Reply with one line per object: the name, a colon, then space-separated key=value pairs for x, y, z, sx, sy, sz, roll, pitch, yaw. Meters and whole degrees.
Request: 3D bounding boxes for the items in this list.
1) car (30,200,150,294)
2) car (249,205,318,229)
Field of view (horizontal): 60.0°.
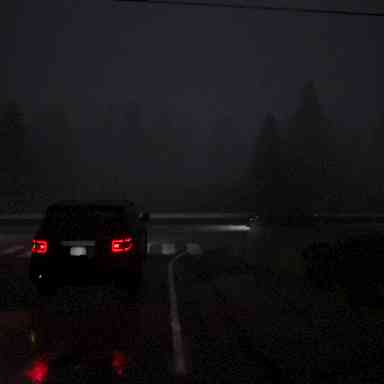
car: x=-2.392 y=1.210 z=8.958 sx=2.150 sy=2.045 sz=5.566 roll=0 pitch=0 yaw=-5
car: x=5.699 y=1.540 z=20.979 sx=4.181 sy=1.385 sz=1.994 roll=0 pitch=0 yaw=-5
